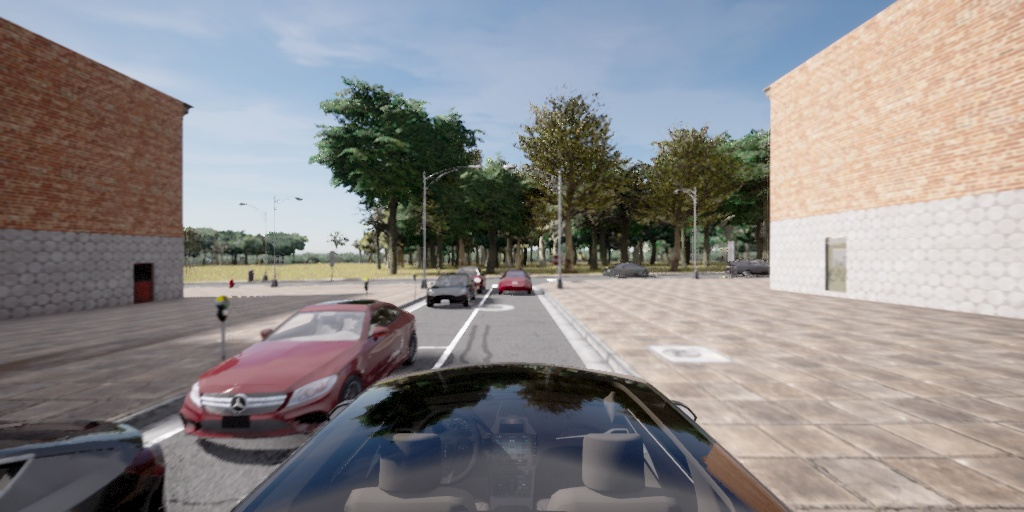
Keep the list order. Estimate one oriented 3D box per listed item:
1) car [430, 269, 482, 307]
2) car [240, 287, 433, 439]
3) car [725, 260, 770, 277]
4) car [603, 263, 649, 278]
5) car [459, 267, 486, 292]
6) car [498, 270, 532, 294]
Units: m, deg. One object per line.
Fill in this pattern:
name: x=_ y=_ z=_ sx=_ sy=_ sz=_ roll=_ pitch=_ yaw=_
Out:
car: x=-2.638 y=1.462 z=16.394 sx=1.948 sy=1.339 sz=4.313 roll=0 pitch=0 yaw=0
car: x=-2.638 y=1.370 z=5.525 sx=1.802 sy=1.307 sz=4.207 roll=0 pitch=0 yaw=0
car: x=21.544 y=1.130 z=31.656 sx=4.902 sy=1.511 sz=2.128 roll=-1 pitch=0 yaw=0
car: x=10.932 y=1.391 z=34.596 sx=4.181 sy=1.385 sz=1.994 roll=-1 pitch=0 yaw=0
car: x=-2.638 y=1.390 z=21.829 sx=1.967 sy=1.591 sz=4.097 roll=0 pitch=0 yaw=0
car: x=0.215 y=1.518 z=22.151 sx=1.994 sy=1.385 sz=4.181 roll=0 pitch=-1 yaw=1
